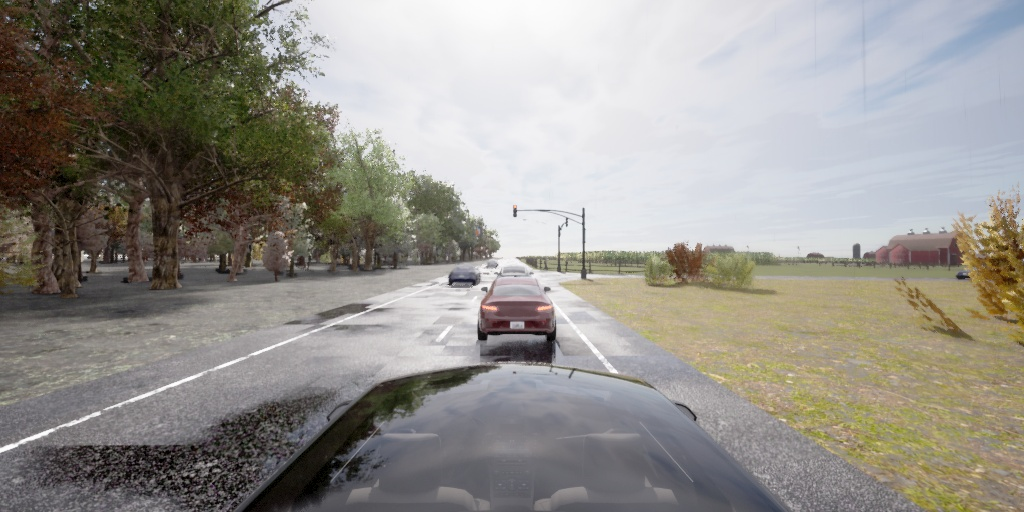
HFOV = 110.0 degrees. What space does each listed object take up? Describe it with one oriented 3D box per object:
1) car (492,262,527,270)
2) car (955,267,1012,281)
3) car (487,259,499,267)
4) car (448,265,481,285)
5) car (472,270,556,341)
[{"bbox_3d":[0.104,1.259,19.042,1.837,1.490,4.892,0,0,0],"label":"car"},{"bbox_3d":[48.942,1.845,37.138,4.181,1.385,1.994,1,-1,0],"label":"car"},{"bbox_3d":[-3.383,1.279,64.064,1.812,1.442,4.674,0,0,0],"label":"car"},{"bbox_3d":[-3.392,1.320,26.168,1.994,1.385,4.181,0,0,0],"label":"car"},{"bbox_3d":[0.111,1.278,9.780,1.812,1.442,4.674,0,0,0],"label":"car"}]
